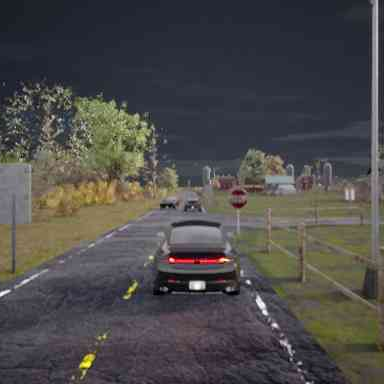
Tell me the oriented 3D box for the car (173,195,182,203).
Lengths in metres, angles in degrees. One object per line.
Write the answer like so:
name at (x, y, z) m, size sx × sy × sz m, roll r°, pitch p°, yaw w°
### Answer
car at (-2.847, 1.284, 50.990) m, size 1.882 × 1.535 × 5.008 m, roll 0°, pitch 0°, yaw 0°

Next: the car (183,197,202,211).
car at (0.081, 1.369, 38.154) m, size 1.837 × 1.490 × 4.892 m, roll 0°, pitch 0°, yaw 0°

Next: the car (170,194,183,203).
car at (-2.804, 1.245, 61.561) m, size 2.128 × 1.511 × 4.902 m, roll 0°, pitch 0°, yaw 1°

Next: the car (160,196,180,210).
car at (-2.858, 1.455, 40.547) m, size 1.895 × 1.301 × 4.718 m, roll 0°, pitch 0°, yaw 0°

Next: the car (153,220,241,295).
car at (0.095, 1.477, 8.599) m, size 1.837 × 1.490 × 4.892 m, roll 0°, pitch 0°, yaw 0°
